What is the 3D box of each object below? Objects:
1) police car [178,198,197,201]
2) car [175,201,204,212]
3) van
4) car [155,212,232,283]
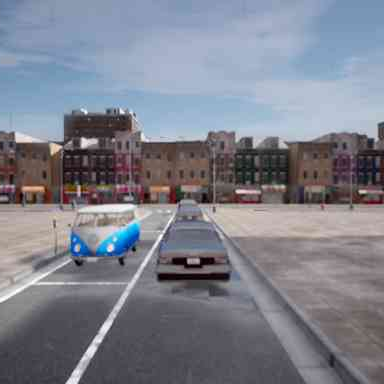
[{"bbox_3d":[-0.451,1.419,32.746,1.930,1.638,5.238,0,0,-2],"label":"police car"},{"bbox_3d":[-0.165,1.541,21.920,2.033,1.411,5.357,0,0,-1],"label":"car"},{"bbox_3d":[-2.775,1.336,11.225,1.690,1.788,3.998,-1,0,-1],"label":"van"},{"bbox_3d":[-0.007,1.543,9.713,2.033,1.411,5.357,0,0,-1],"label":"car"}]
